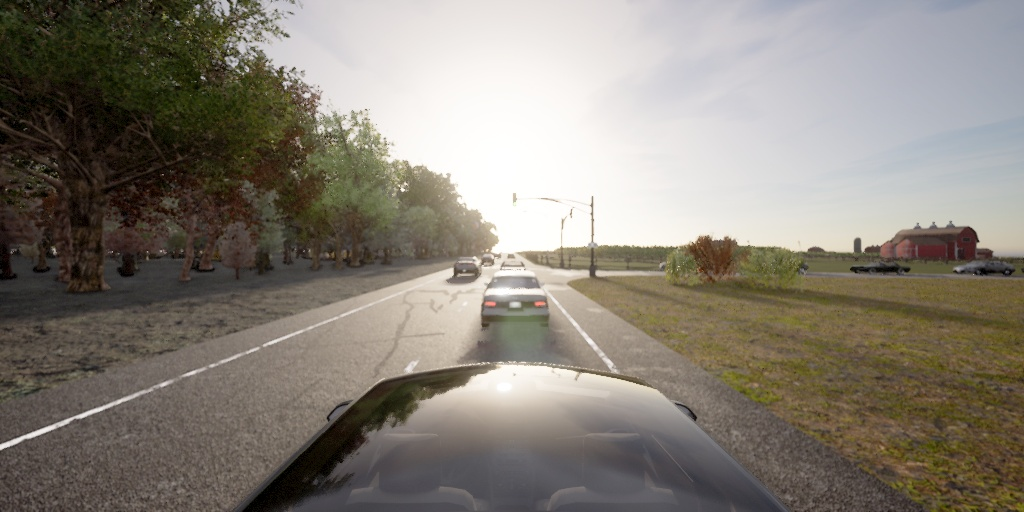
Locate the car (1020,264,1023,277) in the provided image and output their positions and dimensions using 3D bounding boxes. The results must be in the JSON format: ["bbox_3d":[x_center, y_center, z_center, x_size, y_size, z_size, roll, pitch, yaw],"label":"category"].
[{"bbox_3d":[51.351,1.400,33.562,4.718,1.301,1.895,1,0,1],"label":"car"}]

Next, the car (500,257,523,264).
[{"bbox_3d":[0.047,0.971,25.939,1.895,1.301,4.718,0,1,0],"label":"car"}]

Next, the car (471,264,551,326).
[{"bbox_3d":[0.075,1.153,10.928,2.033,1.411,5.357,0,1,0],"label":"car"}]

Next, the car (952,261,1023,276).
[{"bbox_3d":[48.794,1.265,37.147,4.902,1.511,2.128,0,0,1],"label":"car"}]

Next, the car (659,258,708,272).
[{"bbox_3d":[17.924,0.928,37.289,4.902,1.511,2.128,1,0,1],"label":"car"}]

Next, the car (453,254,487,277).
[{"bbox_3d":[-3.457,0.822,28.478,2.128,1.511,4.902,0,1,0],"label":"car"}]

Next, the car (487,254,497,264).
[{"bbox_3d":[-3.510,0.480,52.053,1.812,1.442,4.674,0,1,0],"label":"car"}]

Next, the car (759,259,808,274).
[{"bbox_3d":[27.910,1.051,37.245,4.892,1.490,1.837,1,0,0],"label":"car"}]

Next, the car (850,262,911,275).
[{"bbox_3d":[38.094,1.258,37.217,4.718,1.301,1.895,1,0,0],"label":"car"}]
